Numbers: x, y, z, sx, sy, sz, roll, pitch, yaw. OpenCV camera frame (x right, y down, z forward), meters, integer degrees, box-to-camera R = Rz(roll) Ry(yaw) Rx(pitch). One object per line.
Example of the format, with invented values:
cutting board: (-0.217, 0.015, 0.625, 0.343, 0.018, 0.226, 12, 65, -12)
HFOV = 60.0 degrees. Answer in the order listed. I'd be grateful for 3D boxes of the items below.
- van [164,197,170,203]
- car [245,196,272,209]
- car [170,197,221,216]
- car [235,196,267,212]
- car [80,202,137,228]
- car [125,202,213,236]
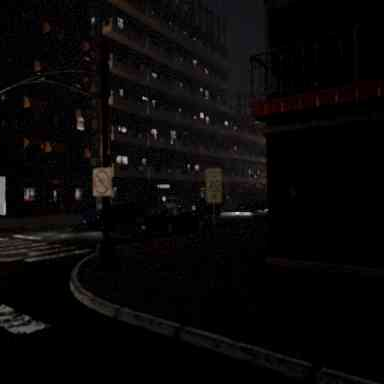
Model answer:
van: (-0.873, 1.319, 30.812, 1.690, 1.788, 3.998, -1, -1, 36)
car: (8.887, 1.385, 44.379, 1.967, 1.590, 4.097, -1, -1, 36)
car: (0.620, 1.287, 28.665, 2.097, 1.767, 4.553, -1, -1, 36)
car: (6.475, 1.478, 36.774, 1.994, 1.385, 4.181, -1, -1, 36)
car: (-4.736, 1.433, 21.217, 1.882, 1.535, 5.008, -1, -1, 36)
car: (-0.977, 1.409, 17.167, 2.008, 1.369, 4.403, -1, -1, 36)
